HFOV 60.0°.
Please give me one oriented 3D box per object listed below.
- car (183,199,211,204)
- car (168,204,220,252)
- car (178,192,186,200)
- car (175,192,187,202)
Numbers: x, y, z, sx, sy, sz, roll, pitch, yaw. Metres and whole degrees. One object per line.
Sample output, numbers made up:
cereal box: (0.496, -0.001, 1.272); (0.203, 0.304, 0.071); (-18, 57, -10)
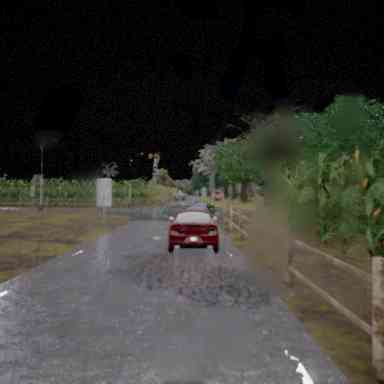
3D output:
car: (0.950, 1.530, 29.886); (1.994, 1.385, 4.181); (0, 0, 15)
car: (0.054, 1.462, 13.836); (1.882, 1.535, 5.008); (0, 0, 0)
car: (-2.733, 1.139, 92.985); (2.150, 2.045, 5.566); (0, 0, 0)
car: (-2.774, 1.155, 77.005); (2.150, 2.045, 5.566); (0, 0, 0)
